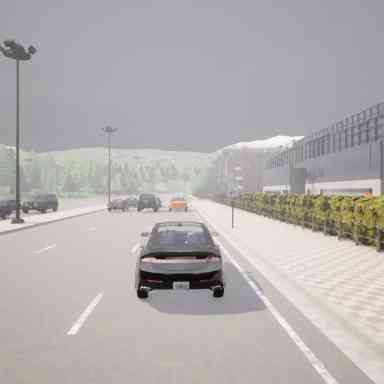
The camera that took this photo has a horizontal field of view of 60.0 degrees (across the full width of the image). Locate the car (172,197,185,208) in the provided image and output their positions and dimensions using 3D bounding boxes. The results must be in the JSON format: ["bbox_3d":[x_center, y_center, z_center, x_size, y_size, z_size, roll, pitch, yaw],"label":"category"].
[{"bbox_3d":[-2.002,1.505,49.736,1.837,1.490,4.892,0,0,-2],"label":"car"}]

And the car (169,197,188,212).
[{"bbox_3d":[-1.618,1.352,39.687,2.097,1.767,4.553,0,0,-2],"label":"car"}]

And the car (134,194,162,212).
[{"bbox_3d":[-5.091,1.221,38.895,2.150,2.045,5.566,0,0,-2],"label":"car"}]

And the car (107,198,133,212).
[{"bbox_3d":[-8.603,1.547,39.147,2.033,1.411,5.357,0,0,-2],"label":"car"}]

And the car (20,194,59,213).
[{"bbox_3d":[-16.570,1.221,36.632,2.150,2.045,5.566,0,0,-3],"label":"car"}]

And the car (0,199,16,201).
[{"bbox_3d":[-20.033,1.505,35.439,1.837,1.490,4.892,0,0,-2],"label":"car"}]

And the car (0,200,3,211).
[{"bbox_3d":[-23.604,1.601,37.672,1.895,1.301,4.718,0,0,-2],"label":"car"}]

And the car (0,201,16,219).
[{"bbox_3d":[-16.184,1.601,26.146,1.895,1.301,4.718,0,0,-2],"label":"car"}]

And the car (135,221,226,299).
[{"bbox_3d":[-0.307,1.492,8.496,2.128,1.511,4.902,0,0,-3],"label":"car"}]

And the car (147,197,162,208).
[{"bbox_3d":[-5.498,1.478,49.575,1.882,1.535,5.008,0,0,-2],"label":"car"}]
